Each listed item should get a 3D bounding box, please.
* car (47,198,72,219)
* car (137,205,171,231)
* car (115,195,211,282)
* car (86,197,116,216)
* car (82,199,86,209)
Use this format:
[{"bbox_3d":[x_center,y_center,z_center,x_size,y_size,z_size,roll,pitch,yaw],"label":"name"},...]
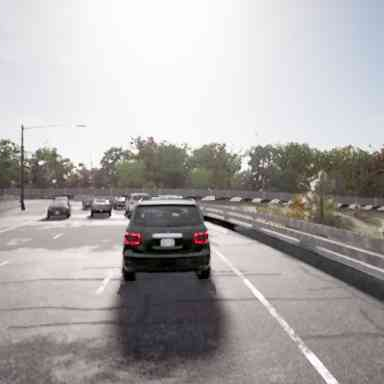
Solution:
[{"bbox_3d":[-11.606,1.505,29.270,1.812,1.442,4.674,0,0,-16],"label":"car"},{"bbox_3d":[-2.591,1.581,21.737,1.895,1.301,4.718,0,0,-11],"label":"car"},{"bbox_3d":[-0.774,1.210,9.973,2.150,2.045,5.566,0,0,-5],"label":"car"},{"bbox_3d":[-8.756,1.464,31.883,2.128,1.511,4.902,0,0,-17],"label":"car"},{"bbox_3d":[-13.359,1.567,43.822,1.895,1.301,4.718,0,0,-24],"label":"car"}]
